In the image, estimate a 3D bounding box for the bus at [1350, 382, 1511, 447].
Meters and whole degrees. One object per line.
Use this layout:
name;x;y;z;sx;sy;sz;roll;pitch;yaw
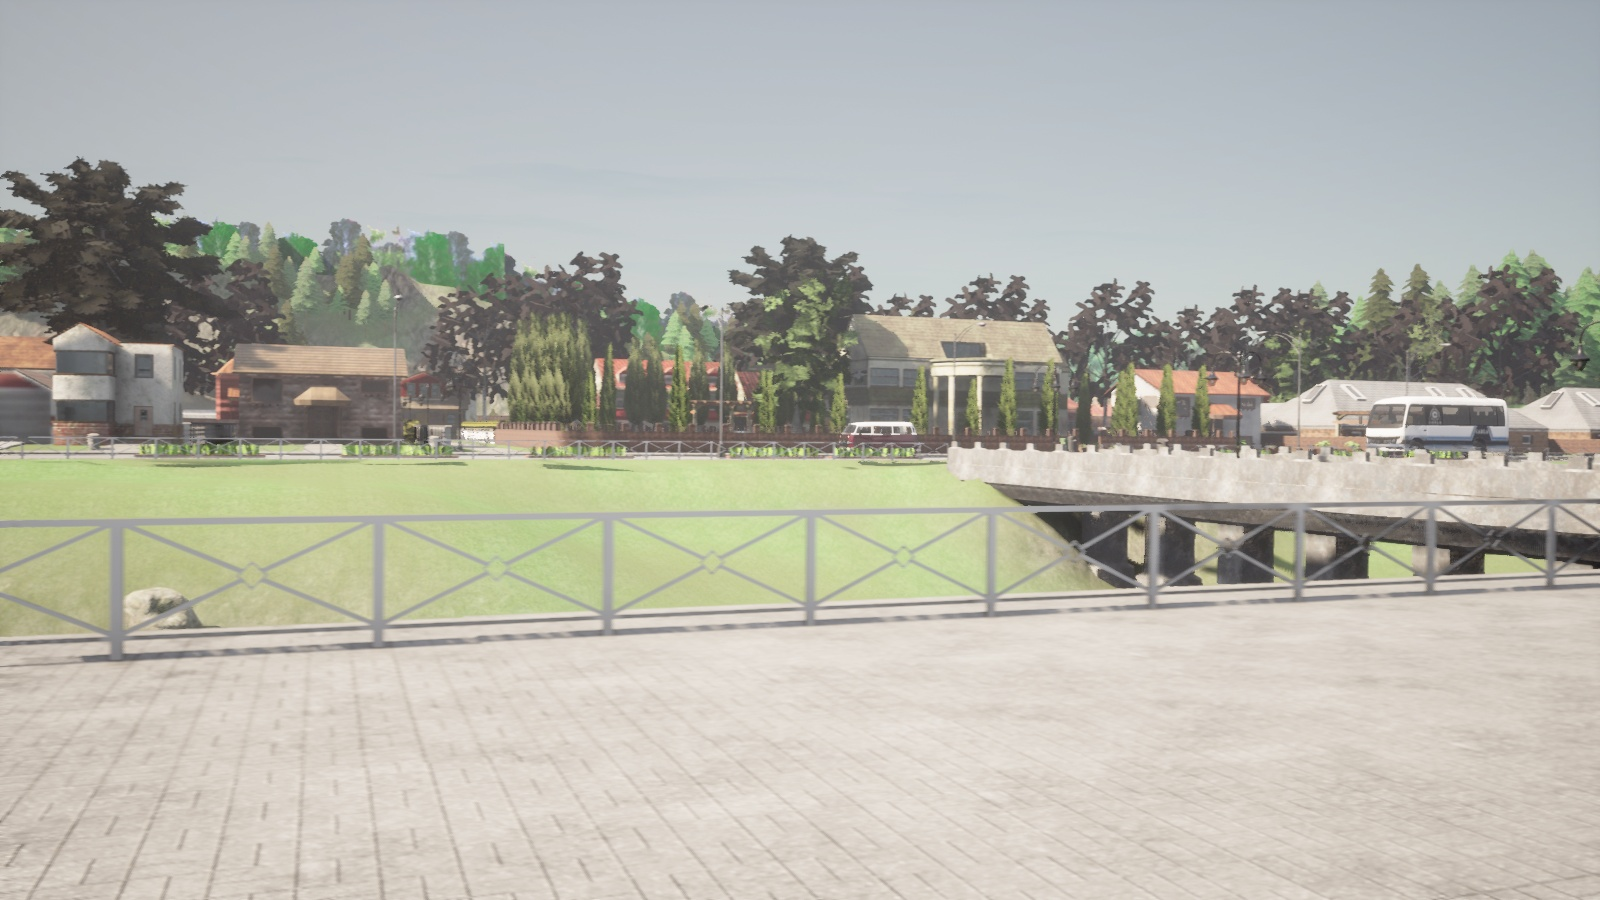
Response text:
bus;43.258;-2.448;86.150;10.273;4.253;3.944;-1;1;-21

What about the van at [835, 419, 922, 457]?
van;4.473;-0.690;71.448;4.480;2.038;2.069;-1;1;-21
